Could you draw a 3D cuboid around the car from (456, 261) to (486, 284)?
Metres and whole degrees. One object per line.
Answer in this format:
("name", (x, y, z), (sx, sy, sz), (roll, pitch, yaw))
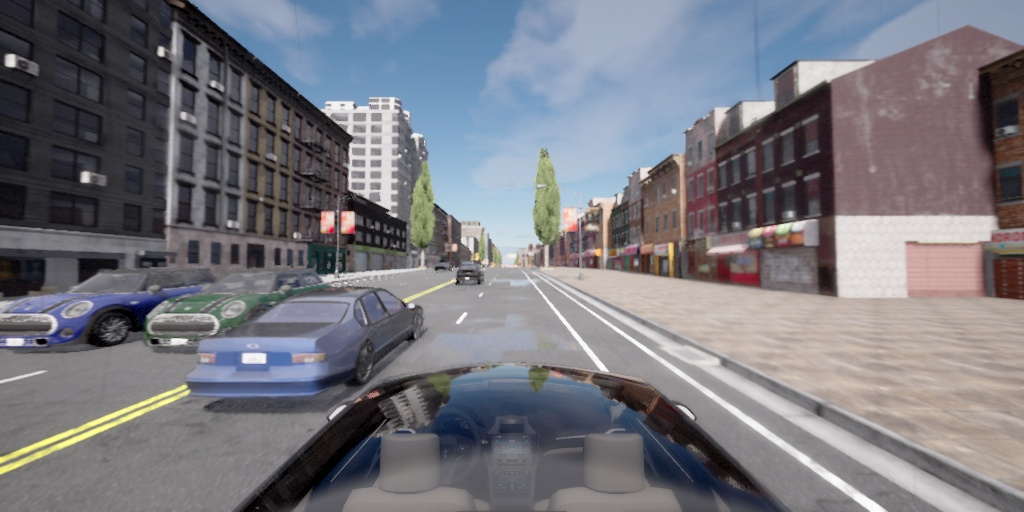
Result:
("car", (-3.164, 1.337, 27.716), (1.837, 1.490, 4.892), (0, 0, 0))

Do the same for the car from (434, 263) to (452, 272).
("car", (-9.842, 1.627, 51.217), (1.895, 1.301, 4.718), (0, -1, 0))

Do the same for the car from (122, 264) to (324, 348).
("car", (-6.603, 1.119, 9.357), (2.097, 1.767, 4.553), (0, 0, 0))

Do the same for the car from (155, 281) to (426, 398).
("car", (-3.155, 1.308, 6.896), (2.033, 1.411, 5.357), (0, 0, 0))

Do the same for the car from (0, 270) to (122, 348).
("car", (-9.853, 1.119, 9.355), (2.097, 1.767, 4.553), (0, 0, 0))
